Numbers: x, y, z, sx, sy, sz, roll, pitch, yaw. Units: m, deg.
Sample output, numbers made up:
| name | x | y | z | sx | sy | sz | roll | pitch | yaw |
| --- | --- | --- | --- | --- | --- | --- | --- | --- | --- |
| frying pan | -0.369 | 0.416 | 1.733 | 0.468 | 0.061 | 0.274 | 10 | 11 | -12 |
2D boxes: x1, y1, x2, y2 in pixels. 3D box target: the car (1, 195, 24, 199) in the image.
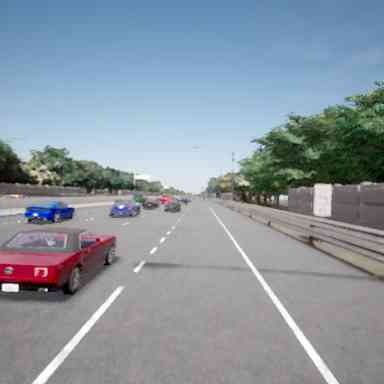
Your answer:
| name | x | y | z | sx | sy | sz | roll | pitch | yaw |
| --- | --- | --- | --- | --- | --- | --- | --- | --- | --- |
| car | -20.136 | 1.079 | 37.492 | 1.882 | 1.535 | 5.008 | 2 | -1 | 2 |

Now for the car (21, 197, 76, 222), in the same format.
| name | x | y | z | sx | sy | sz | roll | pitch | yaw |
| --- | --- | --- | --- | --- | --- | --- | --- | --- | --- |
| car | -9.938 | 1.321 | 23.741 | 1.882 | 1.535 | 5.008 | 2 | 0 | 2 |

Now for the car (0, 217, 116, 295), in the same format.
| name | x | y | z | sx | sy | sz | roll | pitch | yaw |
| --- | --- | --- | --- | --- | --- | --- | --- | --- | --- |
| car | -3.372 | 1.552 | 8.558 | 1.895 | 1.301 | 4.718 | 2 | 0 | 2 |

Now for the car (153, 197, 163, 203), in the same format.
| name | x | y | z | sx | sy | sz | roll | pitch | yaw |
| --- | --- | --- | --- | --- | --- | --- | --- | --- | --- |
| car | -8.523 | 1.925 | 83.712 | 1.812 | 1.442 | 4.674 | 2 | -1 | 1 |

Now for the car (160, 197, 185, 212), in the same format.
| name | x | y | z | sx | sy | sz | roll | pitch | yaw |
| --- | --- | --- | --- | --- | --- | --- | --- | --- | --- |
| car | -2.435 | 1.741 | 43.521 | 2.128 | 1.511 | 4.902 | 2 | 0 | 1 |

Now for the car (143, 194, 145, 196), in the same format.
| name | x | y | z | sx | sy | sz | roll | pitch | yaw |
| --- | --- | --- | --- | --- | --- | --- | --- | --- | --- |
| car | -9.085 | 1.364 | 57.767 | 2.150 | 2.045 | 5.566 | 2 | 0 | 1 |

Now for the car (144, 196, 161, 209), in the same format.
| name | x | y | z | sx | sy | sz | roll | pitch | yaw |
| --- | --- | --- | --- | --- | --- | --- | --- | --- | --- |
| car | -5.812 | 1.702 | 48.603 | 1.812 | 1.442 | 4.674 | 2 | 0 | 1 |

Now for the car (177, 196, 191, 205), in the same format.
| name | x | y | z | sx | sy | sz | roll | pitch | yaw |
| --- | --- | --- | --- | --- | --- | --- | --- | --- | --- |
| car | -1.748 | 2.034 | 73.507 | 1.837 | 1.490 | 4.892 | 2 | -1 | 1 |

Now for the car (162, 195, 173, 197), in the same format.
| name | x | y | z | sx | sy | sz | roll | pitch | yaw |
| --- | --- | --- | --- | --- | --- | --- | --- | --- | --- |
| car | -5.301 | 1.612 | 70.660 | 2.150 | 2.045 | 5.566 | 2 | -1 | 1 |

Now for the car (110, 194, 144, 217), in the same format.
| name | x | y | z | sx | sy | sz | roll | pitch | yaw |
| --- | --- | --- | --- | --- | --- | --- | --- | --- | --- |
| car | -6.229 | 1.379 | 31.578 | 2.097 | 1.767 | 4.553 | 2 | 0 | 1 |
